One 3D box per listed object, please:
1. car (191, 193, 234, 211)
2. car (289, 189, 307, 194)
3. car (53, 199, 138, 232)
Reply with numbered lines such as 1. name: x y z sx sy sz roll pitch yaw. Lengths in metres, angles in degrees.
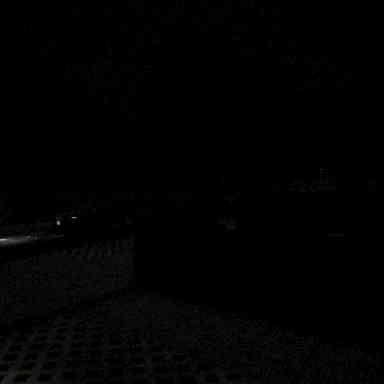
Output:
1. car: 1.741 0.881 27.696 2.128 1.511 4.902 0 2 35
2. car: 14.654 0.354 45.680 2.033 1.411 5.357 0 2 36
3. car: -5.063 1.183 18.137 2.128 1.511 4.902 0 2 35
